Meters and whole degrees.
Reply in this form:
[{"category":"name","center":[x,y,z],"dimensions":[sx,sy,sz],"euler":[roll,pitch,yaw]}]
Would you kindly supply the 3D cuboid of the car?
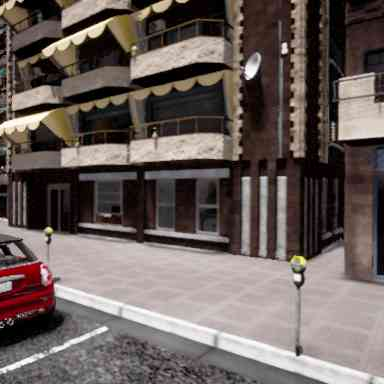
[{"category":"car","center":[-4.330,1.410,5.962],"dimensions":[4.097,1.590,1.967],"euler":[0,0,36]}]
